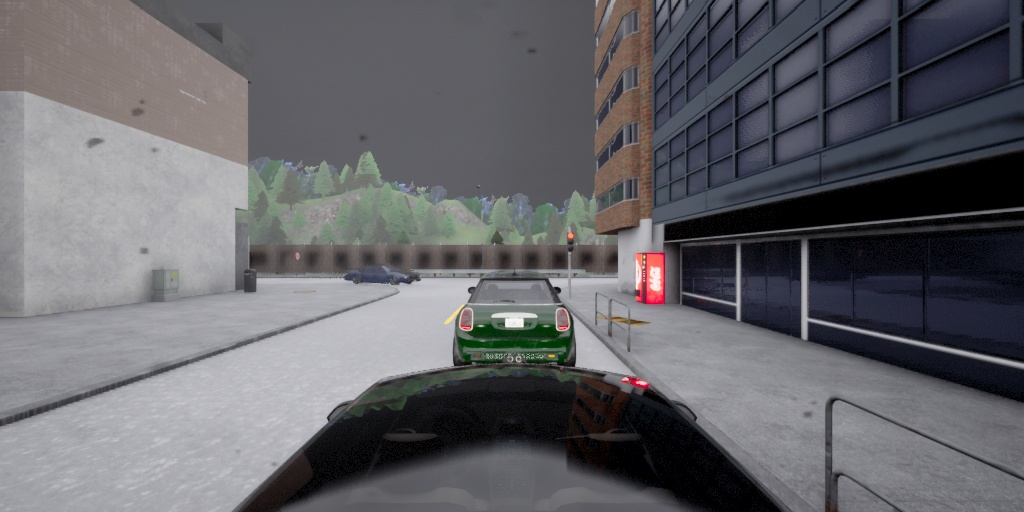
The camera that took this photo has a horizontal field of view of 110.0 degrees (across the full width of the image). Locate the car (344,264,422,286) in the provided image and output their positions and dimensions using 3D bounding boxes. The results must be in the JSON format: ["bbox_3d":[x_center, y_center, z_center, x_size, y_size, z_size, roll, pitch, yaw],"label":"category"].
[{"bbox_3d":[-9.019,1.297,24.928,5.357,1.411,2.033,0,0,19],"label":"car"}]

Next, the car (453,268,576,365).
[{"bbox_3d":[0.055,1.102,7.928,2.097,1.767,4.553,0,0,0],"label":"car"}]
